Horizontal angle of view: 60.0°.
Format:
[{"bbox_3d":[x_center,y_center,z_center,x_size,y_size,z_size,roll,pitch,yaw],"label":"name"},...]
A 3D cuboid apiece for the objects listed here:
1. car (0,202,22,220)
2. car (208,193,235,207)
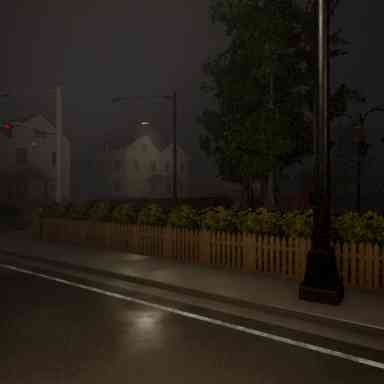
[{"bbox_3d":[-15.935,1.526,26.233,1.812,1.442,4.674,0,0,35],"label":"car"},{"bbox_3d":[4.256,1.221,48.838,2.150,2.045,5.566,0,0,35],"label":"car"}]
